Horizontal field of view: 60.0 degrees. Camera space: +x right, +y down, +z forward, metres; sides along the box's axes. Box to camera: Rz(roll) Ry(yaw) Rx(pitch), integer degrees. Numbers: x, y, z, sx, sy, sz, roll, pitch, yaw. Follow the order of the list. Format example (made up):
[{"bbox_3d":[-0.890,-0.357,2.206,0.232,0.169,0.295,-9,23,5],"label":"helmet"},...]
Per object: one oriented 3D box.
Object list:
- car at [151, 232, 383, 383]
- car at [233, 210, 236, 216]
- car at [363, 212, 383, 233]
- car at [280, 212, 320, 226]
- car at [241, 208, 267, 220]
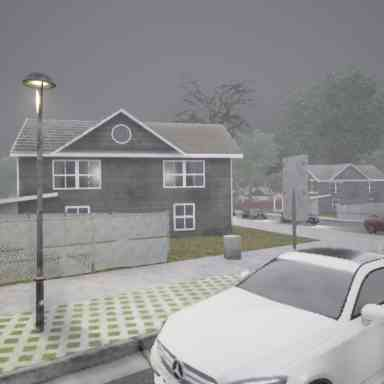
[{"bbox_3d":[1.731,1.524,4.349,4.674,1.442,1.812,0,0,-36],"label":"car"},{"bbox_3d":[4.928,2.919,50.238,2.033,1.411,5.357,-1,-1,-13],"label":"car"},{"bbox_3d":[12.301,1.864,19.719,1.812,1.442,4.674,-1,-2,-14],"label":"car"},{"bbox_3d":[9.697,2.283,30.253,1.994,1.385,4.181,-1,-2,-13],"label":"car"},{"bbox_3d":[7.387,2.615,39.910,1.994,1.385,4.181,-1,-2,-13],"label":"car"}]
